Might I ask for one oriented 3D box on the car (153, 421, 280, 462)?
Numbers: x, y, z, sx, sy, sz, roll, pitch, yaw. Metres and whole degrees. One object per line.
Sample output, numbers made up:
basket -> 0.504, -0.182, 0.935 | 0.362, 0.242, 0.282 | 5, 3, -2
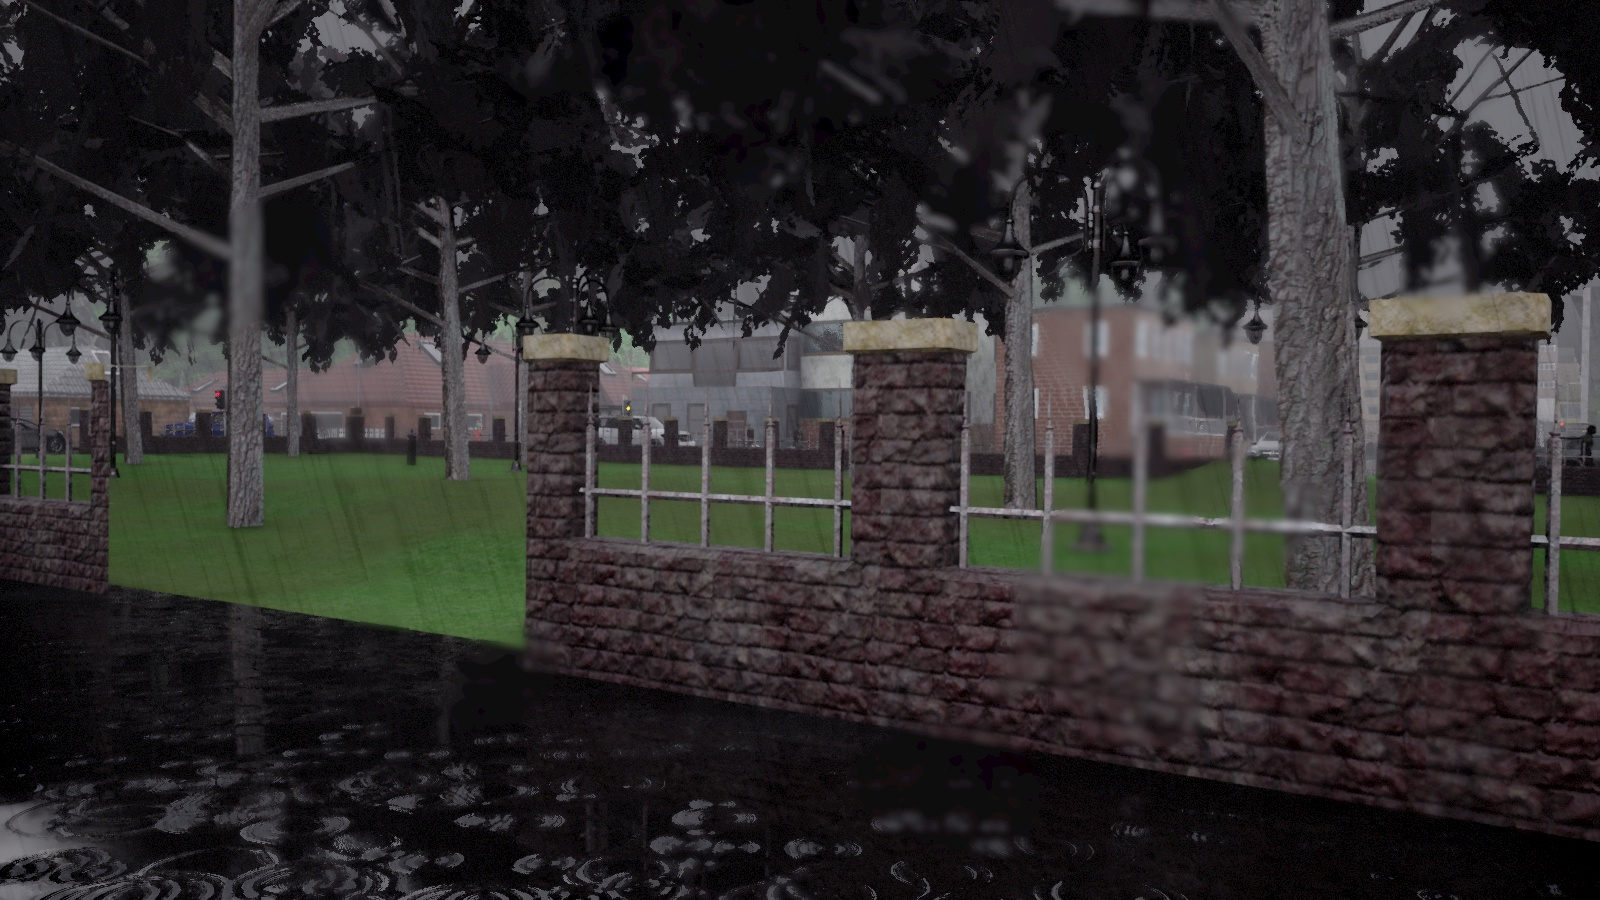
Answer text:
car -> -30.264, -0.479, 65.299 | 2.150, 2.045, 5.566 | 0, 1, 38

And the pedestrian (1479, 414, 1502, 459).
pedestrian -> 28.924, -0.564, 52.603 | 0.694, 1.848, 0.540 | -1, 1, -23

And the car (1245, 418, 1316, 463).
car -> 19.055, -0.399, 49.655 | 2.152, 1.651, 5.027 | 0, 1, 26

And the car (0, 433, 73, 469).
car -> -33.264, 0.026, 53.393 | 1.845, 1.501, 3.633 | 0, 1, 32

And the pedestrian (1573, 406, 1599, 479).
pedestrian -> 21.002, -0.210, 33.416 | 0.692, 1.930, 0.395 | 0, 1, 34

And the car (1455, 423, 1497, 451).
car -> 40.688, -0.810, 75.578 | 1.851, 1.617, 3.988 | 0, 1, 33

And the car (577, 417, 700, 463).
car -> -7.589, -0.481, 58.781 | 5.566, 2.045, 2.150 | 0, 1, 31

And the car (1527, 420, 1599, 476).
car -> 24.583, -0.073, 37.434 | 4.856, 1.649, 2.033 | 0, 1, 36
